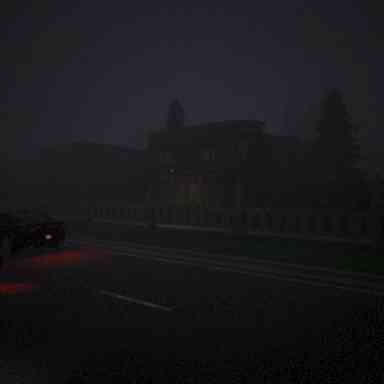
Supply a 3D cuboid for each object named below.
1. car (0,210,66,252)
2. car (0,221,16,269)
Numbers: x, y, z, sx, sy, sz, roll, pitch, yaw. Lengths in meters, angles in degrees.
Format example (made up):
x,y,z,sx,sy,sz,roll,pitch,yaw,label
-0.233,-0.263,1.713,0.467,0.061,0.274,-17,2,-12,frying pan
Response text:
x,y,z,sx,sy,sz,roll,pitch,yaw,label
-7.174,1.463,13.407,5.008,1.535,1.882,0,0,35,car
-7.331,1.536,9.219,5.357,1.411,2.033,0,0,35,car
